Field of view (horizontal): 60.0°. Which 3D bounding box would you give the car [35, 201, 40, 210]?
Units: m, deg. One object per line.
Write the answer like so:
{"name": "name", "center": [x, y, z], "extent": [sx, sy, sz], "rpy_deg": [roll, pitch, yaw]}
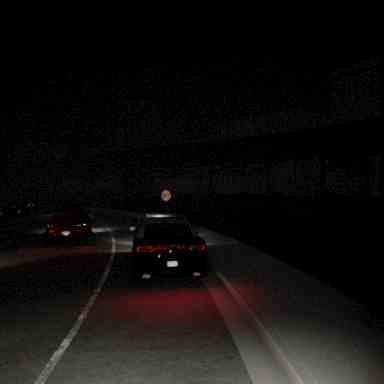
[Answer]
{"name": "car", "center": [-21.606, 1.670, 43.483], "extent": [2.033, 1.411, 5.357], "rpy_deg": [-1, 0, -44]}

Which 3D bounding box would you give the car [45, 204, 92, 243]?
{"name": "car", "center": [-5.872, 1.542, 16.104], "extent": [1.812, 1.442, 4.674], "rpy_deg": [0, 0, -15]}

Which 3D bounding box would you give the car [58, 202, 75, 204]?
{"name": "car", "center": [-11.354, 1.595, 29.928], "extent": [2.033, 1.411, 5.357], "rpy_deg": [-1, 0, -29]}

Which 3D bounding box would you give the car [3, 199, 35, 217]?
{"name": "car", "center": [-17.352, 1.595, 32.845], "extent": [2.128, 1.511, 4.902], "rpy_deg": [-1, 0, -34]}

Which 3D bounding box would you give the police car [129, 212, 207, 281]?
{"name": "police car", "center": [-0.852, 1.422, 10.087], "extent": [1.930, 1.638, 5.238], "rpy_deg": [0, 0, -9]}
